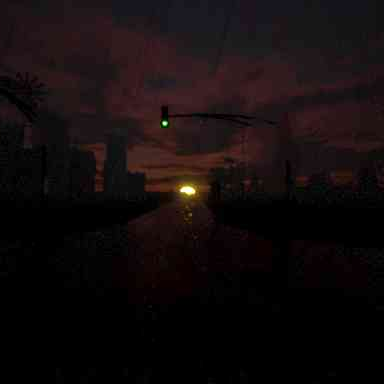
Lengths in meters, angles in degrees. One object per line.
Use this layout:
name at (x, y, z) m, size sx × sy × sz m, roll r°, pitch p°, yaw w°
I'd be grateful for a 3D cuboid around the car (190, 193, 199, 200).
car at (0.433, 0.938, 69.292) m, size 1.837 × 1.490 × 4.892 m, roll 0°, pitch 0°, yaw 0°

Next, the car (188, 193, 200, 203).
car at (0.362, 1.195, 58.870) m, size 2.033 × 1.411 × 5.357 m, roll 0°, pitch 0°, yaw 0°
